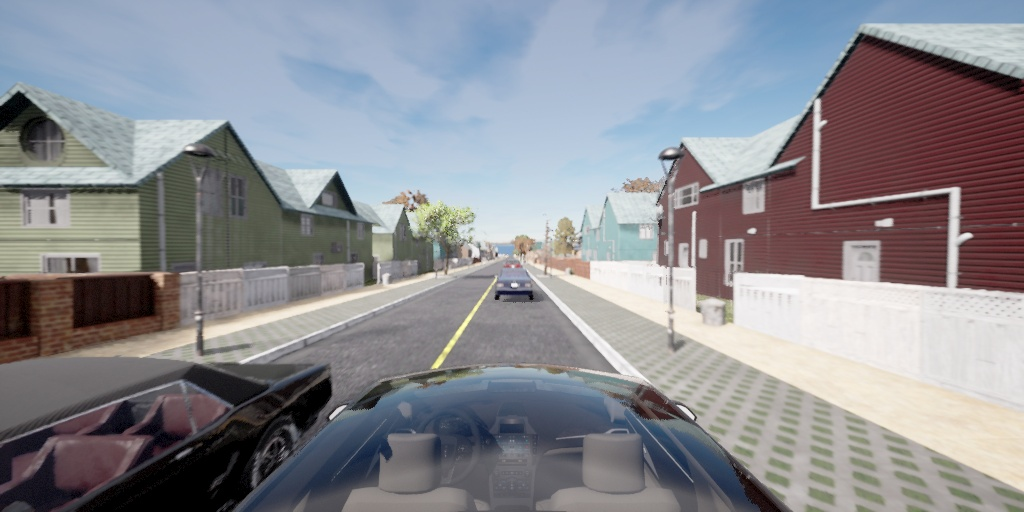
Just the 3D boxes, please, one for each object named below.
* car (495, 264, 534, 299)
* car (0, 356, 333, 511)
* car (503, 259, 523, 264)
[{"bbox_3d":[0.100,1.299,17.983,2.033,1.411,5.357,0,0,0],"label":"car"},{"bbox_3d":[-2.850,1.351,1.621,1.895,1.301,4.718,0,0,0],"label":"car"},{"bbox_3d":[0.099,1.108,37.560,2.097,1.767,4.553,0,0,0],"label":"car"}]
